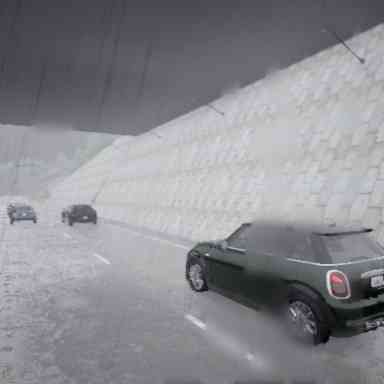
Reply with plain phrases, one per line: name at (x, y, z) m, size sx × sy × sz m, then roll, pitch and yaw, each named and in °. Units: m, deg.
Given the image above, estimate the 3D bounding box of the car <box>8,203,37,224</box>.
car at (-13.569, 1.752, 26.707) m, size 2.033 × 1.411 × 5.357 m, roll -1°, pitch 0°, yaw -29°

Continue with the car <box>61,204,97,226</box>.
car at (-8.490, 1.622, 24.813) m, size 1.882 × 1.535 × 5.008 m, roll -1°, pitch 0°, yaw -29°

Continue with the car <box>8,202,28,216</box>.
car at (-19.778, 1.899, 37.760) m, size 1.895 × 1.301 × 4.718 m, roll -1°, pitch 0°, yaw -29°

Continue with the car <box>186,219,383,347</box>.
car at (1.667, 1.343, 6.707) m, size 2.097 × 1.767 × 4.553 m, roll -1°, pitch 0°, yaw -29°
